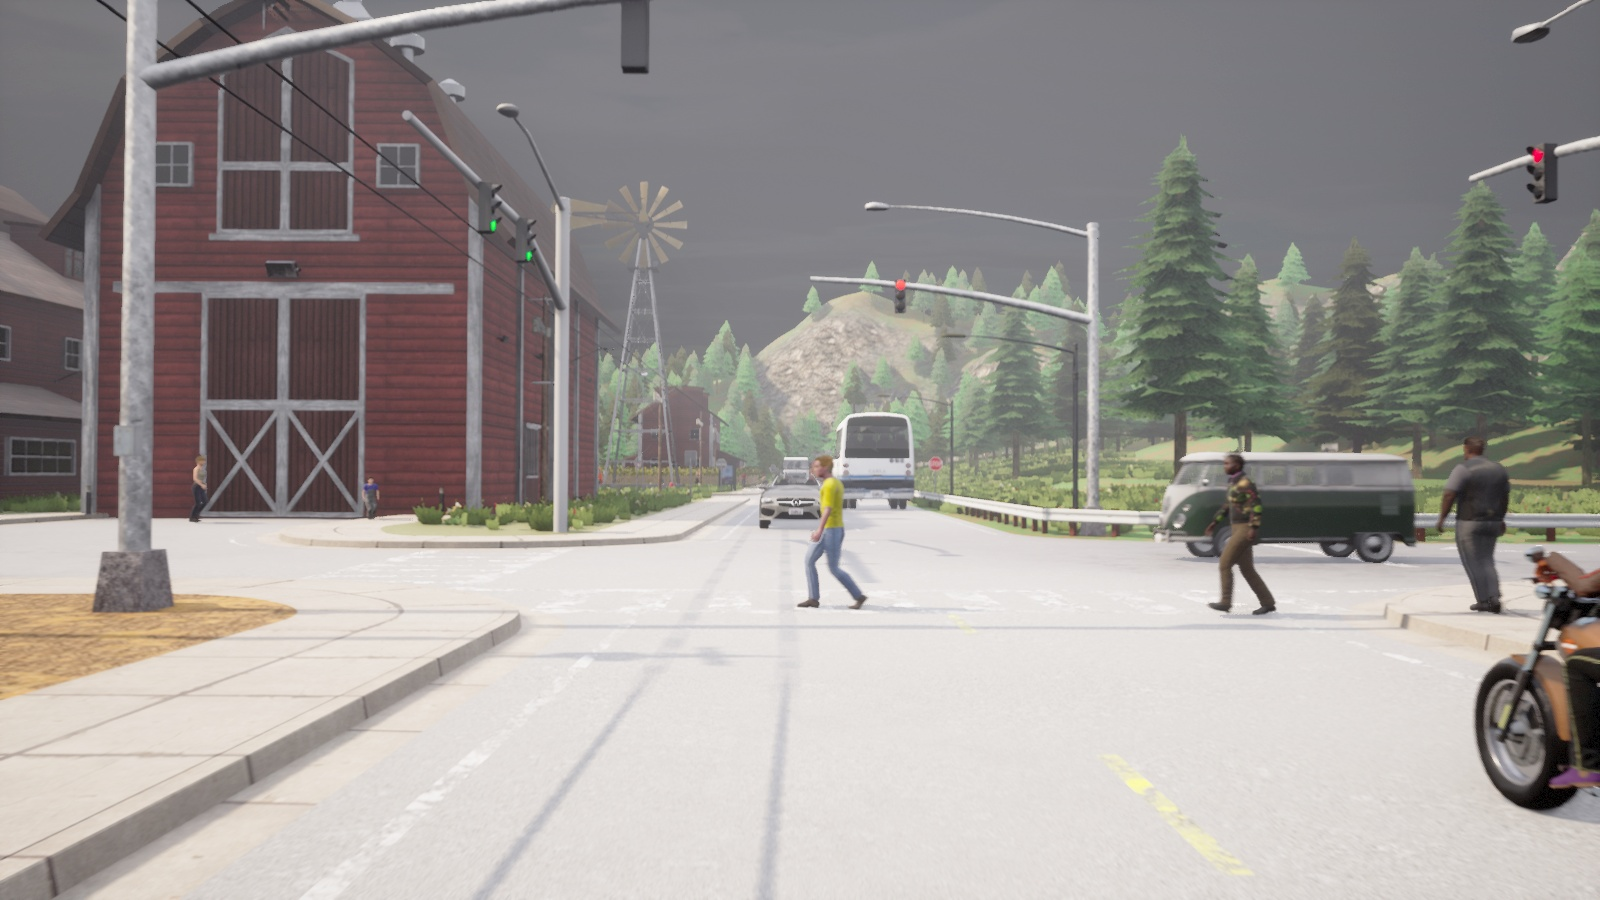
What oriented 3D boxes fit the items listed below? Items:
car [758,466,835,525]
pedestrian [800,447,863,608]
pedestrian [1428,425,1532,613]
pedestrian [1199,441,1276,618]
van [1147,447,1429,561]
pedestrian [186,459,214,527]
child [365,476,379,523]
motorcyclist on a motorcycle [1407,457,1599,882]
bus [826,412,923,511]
[{"bbox_3d":[-0.109,1.338,37.781,2.152,1.651,5.027,0,-1,0],"label":"car"},{"bbox_3d":[0.362,0.886,14.496,0.706,1.836,0.354,0,-1,4],"label":"pedestrian"},{"bbox_3d":[7.064,0.702,13.080,0.563,1.883,0.849,0,-1,-3],"label":"pedestrian"},{"bbox_3d":[4.839,0.867,13.915,0.692,1.930,0.395,0,-1,1],"label":"pedestrian"},{"bbox_3d":[8.859,0.966,23.049,4.442,1.987,1.775,0,-1,-1],"label":"van"},{"bbox_3d":[-16.402,1.173,34.343,0.594,1.836,0.345,0,-1,-3],"label":"pedestrian"},{"bbox_3d":[-11.448,1.316,33.579,0.270,1.263,0.437,0,-1,-31],"label":"child"},{"bbox_3d":[3.484,0.858,5.211,0.766,1.649,2.350,0,-1,0],"label":"motorcyclist on a motorcycle"},{"bbox_3d":[3.325,0.598,59.697,3.944,4.253,10.273,0,-1,0],"label":"bus"}]
